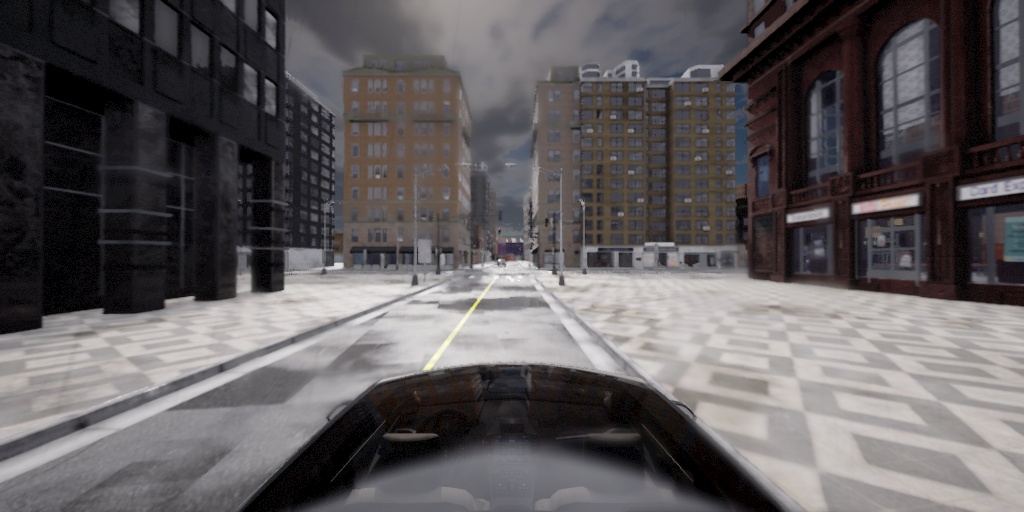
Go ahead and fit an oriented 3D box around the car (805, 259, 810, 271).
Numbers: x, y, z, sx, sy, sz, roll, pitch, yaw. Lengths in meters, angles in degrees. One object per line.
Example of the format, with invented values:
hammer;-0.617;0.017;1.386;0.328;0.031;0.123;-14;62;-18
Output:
car;36.989;1.182;46.079;5.008;1.535;1.882;0;-1;0
